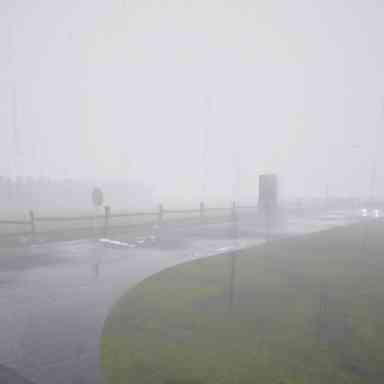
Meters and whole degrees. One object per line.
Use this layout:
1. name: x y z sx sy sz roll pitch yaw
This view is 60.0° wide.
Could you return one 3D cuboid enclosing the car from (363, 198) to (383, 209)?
1. car: 24.216 1.466 43.838 1.895 1.301 4.718 1 1 44
